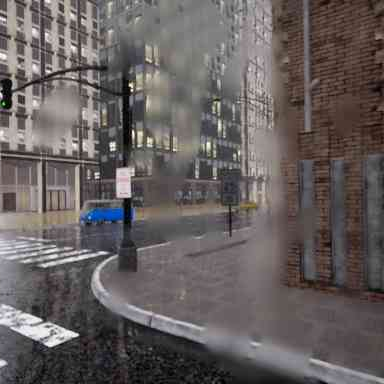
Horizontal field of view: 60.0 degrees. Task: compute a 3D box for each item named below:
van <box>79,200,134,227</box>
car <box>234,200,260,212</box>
[{"bbox_3d":[-5.952,1.452,23.448,1.690,1.788,3.998,-1,-1,36],"label":"van"},{"bbox_3d":[6.886,1.680,41.355,1.752,1.417,4.829,-1,-1,36],"label":"car"}]
